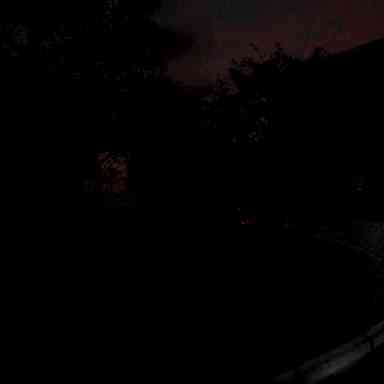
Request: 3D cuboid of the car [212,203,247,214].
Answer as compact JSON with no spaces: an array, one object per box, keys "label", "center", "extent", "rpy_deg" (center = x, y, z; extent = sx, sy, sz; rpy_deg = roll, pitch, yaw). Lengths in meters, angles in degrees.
[{"label":"car","center":[2.231,0.997,27.813],"extent":[4.892,1.490,1.837],"rpy_deg":[4,1,42]}]
